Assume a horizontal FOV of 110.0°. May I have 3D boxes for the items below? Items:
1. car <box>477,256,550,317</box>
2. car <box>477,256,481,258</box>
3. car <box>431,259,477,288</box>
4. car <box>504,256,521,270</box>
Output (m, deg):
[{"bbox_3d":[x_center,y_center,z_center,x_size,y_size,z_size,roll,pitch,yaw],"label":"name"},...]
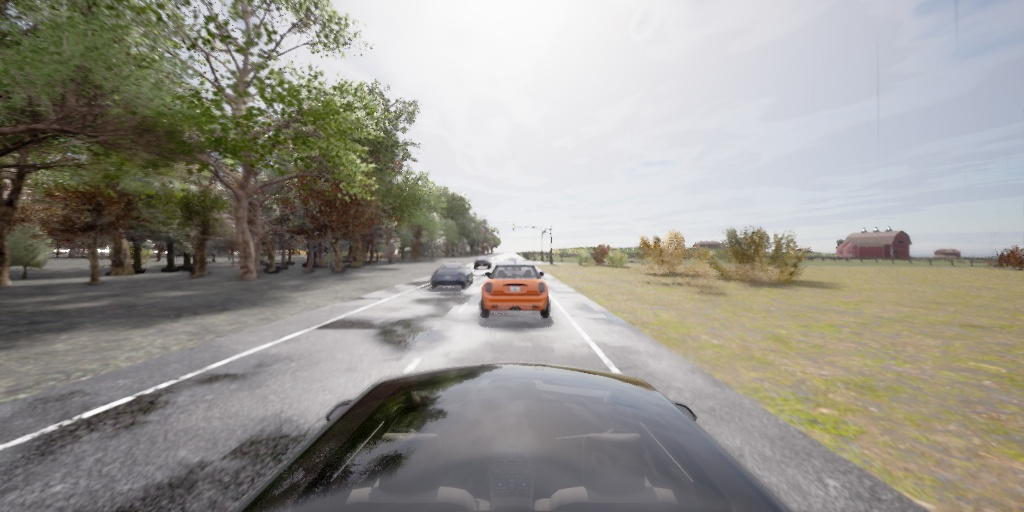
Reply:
[{"bbox_3d":[0.096,0.961,12.642,2.097,1.767,4.553,0,1,0],"label":"car"},{"bbox_3d":[-3.415,0.741,42.472,1.812,1.442,4.674,0,1,0],"label":"car"},{"bbox_3d":[-3.407,1.064,20.986,1.994,1.385,4.181,0,1,0],"label":"car"},{"bbox_3d":[0.085,0.770,40.263,1.812,1.442,4.674,0,1,0],"label":"car"}]
